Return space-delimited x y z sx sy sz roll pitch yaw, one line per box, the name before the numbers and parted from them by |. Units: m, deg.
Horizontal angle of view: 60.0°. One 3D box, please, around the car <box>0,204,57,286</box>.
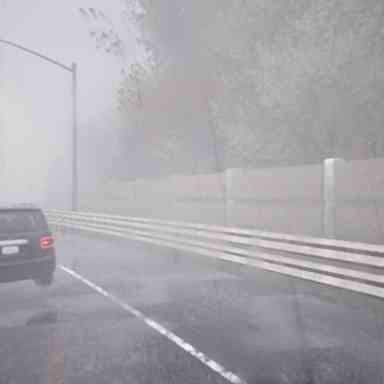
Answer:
car | -5.402 1.336 9.078 2.150 2.045 5.566 0 -1 -37
